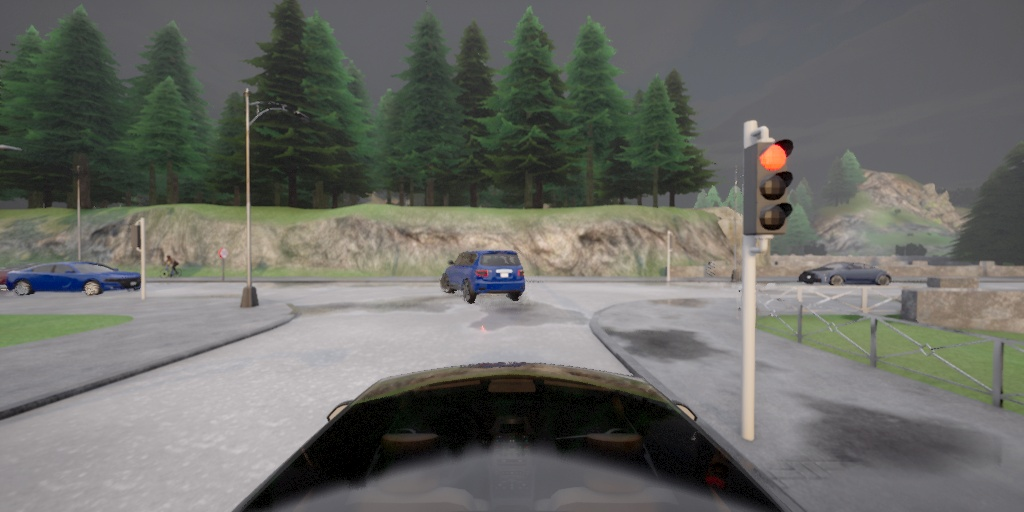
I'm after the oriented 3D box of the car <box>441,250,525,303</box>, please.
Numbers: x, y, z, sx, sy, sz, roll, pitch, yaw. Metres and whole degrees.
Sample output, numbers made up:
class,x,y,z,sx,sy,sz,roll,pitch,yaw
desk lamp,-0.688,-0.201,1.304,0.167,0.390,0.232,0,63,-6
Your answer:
class,x,y,z,sx,sy,sz,roll,pitch,yaw
car,-1.399,0.775,15.642,2.150,2.045,5.566,1,0,-24

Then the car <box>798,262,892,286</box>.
class,x,y,z,sx,sy,sz,roll,pitch,yaw
car,19.300,1.043,20.899,4.181,1.385,1.994,0,1,0

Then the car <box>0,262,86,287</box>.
class,x,y,z,sx,sy,sz,roll,pitch,yaw
car,-28.139,1.043,20.938,4.181,1.385,1.994,0,1,0

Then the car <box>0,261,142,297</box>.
class,x,y,z,sx,sy,sz,roll,pitch,yaw
car,-20.168,1.016,16.739,5.008,1.535,1.882,0,1,0

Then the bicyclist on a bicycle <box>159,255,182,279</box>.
class,x,y,z,sx,sy,sz,roll,pitch,yaw
bicyclist on a bicycle,-23.918,0.769,25.139,0.582,1.620,1.656,0,1,0
